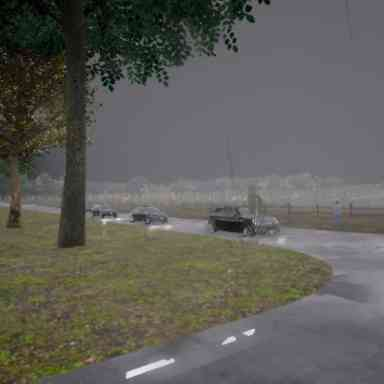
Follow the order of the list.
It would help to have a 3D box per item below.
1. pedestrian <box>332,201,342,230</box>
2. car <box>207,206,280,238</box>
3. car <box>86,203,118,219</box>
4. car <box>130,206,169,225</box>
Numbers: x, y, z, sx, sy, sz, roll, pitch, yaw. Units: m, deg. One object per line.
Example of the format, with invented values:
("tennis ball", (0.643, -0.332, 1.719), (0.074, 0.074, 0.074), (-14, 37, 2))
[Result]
("pedestrian", (9.218, 1.425, 21.054), (0.375, 1.860, 0.375), (-3, 2, -35))
("car", (2.944, 1.618, 19.761), (2.097, 1.767, 4.553), (-1, 0, -38))
("car", (-10.142, 2.185, 38.207), (1.837, 1.490, 4.892), (-1, 0, -35))
("car", (-3.851, 1.990, 29.251), (1.837, 1.490, 4.892), (-1, -1, -35))
